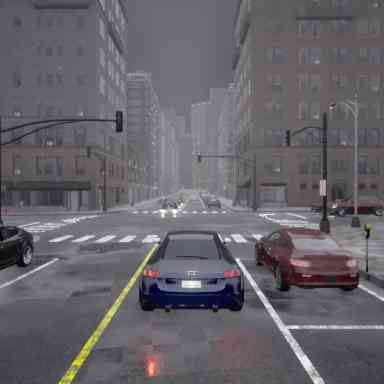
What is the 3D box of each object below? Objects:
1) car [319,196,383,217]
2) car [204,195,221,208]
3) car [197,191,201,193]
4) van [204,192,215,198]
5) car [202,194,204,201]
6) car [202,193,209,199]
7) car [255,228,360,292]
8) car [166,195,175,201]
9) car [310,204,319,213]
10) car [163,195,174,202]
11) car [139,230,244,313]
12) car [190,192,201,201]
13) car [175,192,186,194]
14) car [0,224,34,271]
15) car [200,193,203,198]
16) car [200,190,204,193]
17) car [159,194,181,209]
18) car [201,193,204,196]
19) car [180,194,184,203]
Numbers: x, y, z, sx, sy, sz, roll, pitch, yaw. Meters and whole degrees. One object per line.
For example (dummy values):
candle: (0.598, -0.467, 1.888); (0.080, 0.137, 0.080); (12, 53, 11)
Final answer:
car: (13.553, 1.124, 27.918); (4.553, 1.767, 2.097); (-1, 0, 0)
car: (3.040, 1.507, 45.880); (1.802, 1.307, 4.206); (0, 0, 0)
car: (0.612, 1.087, 84.320); (2.128, 1.511, 4.902); (0, 0, 0)
van: (3.088, 1.250, 51.431); (1.690, 1.788, 3.998); (0, 0, 0)
car: (3.136, 1.436, 56.983); (1.887, 1.381, 4.507); (0, 0, 0)
car: (3.828, 1.144, 93.029); (1.882, 1.535, 5.008); (0, 0, 0)
car: (2.760, 1.580, 8.671); (1.802, 1.307, 4.206); (0, 0, 0)
car: (-5.193, 1.348, 79.274); (1.802, 1.307, 4.206); (0, 0, 0)
car: (13.662, 1.355, 31.168); (4.718, 1.301, 1.895); (-1, 0, 0)
car: (-5.241, 1.357, 73.722); (2.008, 1.369, 4.403); (0, 0, 0)
car: (0.003, 1.562, 7.750); (1.994, 1.385, 4.181); (0, 0, 0)
car: (0.525, 1.318, 74.319); (1.812, 1.442, 4.674); (0, 0, 0)
car: (-2.612, 1.354, 64.150); (2.128, 1.511, 4.902); (0, 0, 1)
car: (-5.765, 1.564, 8.674); (1.947, 1.339, 4.313); (0, 0, 0)
car: (3.284, 1.388, 73.645); (1.802, 1.307, 4.206); (0, 0, 0)
car: (3.734, 0.937, 86.058); (2.150, 2.045, 5.566); (0, 0, 0)
car: (-2.832, 1.437, 43.856); (1.837, 1.490, 4.892); (0, 0, 2)
car: (3.236, 1.424, 68.089); (1.802, 1.307, 4.206); (0, 0, 0)
car: (-2.746, 1.427, 53.760); (1.812, 1.442, 4.674); (0, 0, 0)
